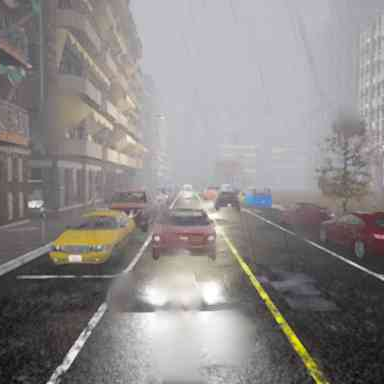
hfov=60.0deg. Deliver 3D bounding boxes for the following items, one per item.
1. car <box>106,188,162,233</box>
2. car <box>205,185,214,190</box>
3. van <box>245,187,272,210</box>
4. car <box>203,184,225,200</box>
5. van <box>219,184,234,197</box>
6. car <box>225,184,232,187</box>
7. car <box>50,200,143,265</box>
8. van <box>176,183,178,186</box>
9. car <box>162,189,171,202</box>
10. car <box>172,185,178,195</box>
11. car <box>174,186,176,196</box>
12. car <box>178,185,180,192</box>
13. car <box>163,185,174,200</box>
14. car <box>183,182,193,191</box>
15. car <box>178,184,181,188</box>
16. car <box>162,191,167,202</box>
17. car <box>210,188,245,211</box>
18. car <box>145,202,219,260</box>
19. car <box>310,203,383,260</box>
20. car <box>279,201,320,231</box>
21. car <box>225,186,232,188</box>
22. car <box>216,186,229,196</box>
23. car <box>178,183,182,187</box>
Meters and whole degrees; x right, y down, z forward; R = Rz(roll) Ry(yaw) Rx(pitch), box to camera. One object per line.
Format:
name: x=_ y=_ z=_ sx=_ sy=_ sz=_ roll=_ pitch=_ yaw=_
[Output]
car: x=-2.899 y=0.798 z=16.039 sx=2.192 sy=1.841 sz=5.009 roll=0 pitch=2 yaw=-1
car: x=4.586 y=-1.199 z=87.957 sx=1.887 sy=1.381 sz=4.507 roll=0 pitch=2 yaw=-1
van: x=5.343 y=0.471 z=27.191 sx=1.690 sy=1.788 sz=3.998 roll=0 pitch=2 yaw=-1
car: x=2.535 y=0.029 z=41.651 sx=2.097 sy=1.767 sz=4.553 roll=0 pitch=2 yaw=0
van: x=5.067 y=-0.219 z=49.286 sx=1.690 sy=1.788 sz=3.998 roll=0 pitch=2 yaw=-1
car: x=5.137 y=0.052 z=43.765 sx=1.967 sy=1.590 sz=4.097 roll=0 pitch=2 yaw=-1
car: x=-2.827 y=1.189 z=10.353 sx=1.752 sy=1.417 sz=4.829 roll=0 pitch=2 yaw=-1
van: x=-3.313 y=-0.215 z=49.182 sx=1.690 sy=1.788 sz=3.998 roll=0 pitch=2 yaw=-1
car: x=-3.035 y=0.684 z=27.094 sx=2.008 sy=1.369 sz=4.403 roll=0 pitch=2 yaw=-1
car: x=-3.242 y=0.160 z=43.664 sx=1.887 sy=1.381 sz=4.507 roll=0 pitch=2 yaw=-1
car: x=-3.173 y=0.352 z=38.141 sx=1.947 sy=1.339 sz=4.313 roll=0 pitch=2 yaw=-1
car: x=-3.380 y=-0.145 z=54.712 sx=1.802 sy=1.307 sz=4.206 roll=0 pitch=2 yaw=-1
car: x=-3.105 y=0.400 z=32.613 sx=1.967 sy=1.590 sz=4.097 roll=0 pitch=2 yaw=-1
car: x=-1.018 y=-1.329 z=81.663 sx=2.150 sy=2.045 sz=5.566 roll=0 pitch=1 yaw=-1
car: x=-3.449 y=-0.315 z=60.235 sx=1.802 sy=1.307 sz=4.206 roll=0 pitch=2 yaw=-1
car: x=-2.966 y=0.858 z=21.571 sx=2.008 sy=1.369 sz=4.403 roll=0 pitch=2 yaw=-1
car: x=2.722 y=0.648 z=26.724 sx=1.837 sy=1.490 sz=4.892 roll=0 pitch=1 yaw=0
car: x=-0.229 y=1.244 z=10.998 sx=1.895 sy=1.301 sz=4.718 roll=0 pitch=2 yaw=-1
car: x=5.551 y=1.237 z=10.629 sx=1.802 sy=1.307 sz=4.206 roll=0 pitch=2 yaw=-1
car: x=5.482 y=1.061 z=16.152 sx=1.802 sy=1.307 sz=4.206 roll=0 pitch=2 yaw=-1
car: x=5.206 y=0.349 z=38.245 sx=1.947 sy=1.339 sz=4.313 roll=0 pitch=2 yaw=-1
car: x=4.997 y=-0.210 z=54.984 sx=1.752 sy=1.417 sz=4.829 roll=0 pitch=2 yaw=-1
car: x=-3.587 y=-0.671 z=71.282 sx=1.947 sy=1.339 sz=4.313 roll=0 pitch=2 yaw=-1
